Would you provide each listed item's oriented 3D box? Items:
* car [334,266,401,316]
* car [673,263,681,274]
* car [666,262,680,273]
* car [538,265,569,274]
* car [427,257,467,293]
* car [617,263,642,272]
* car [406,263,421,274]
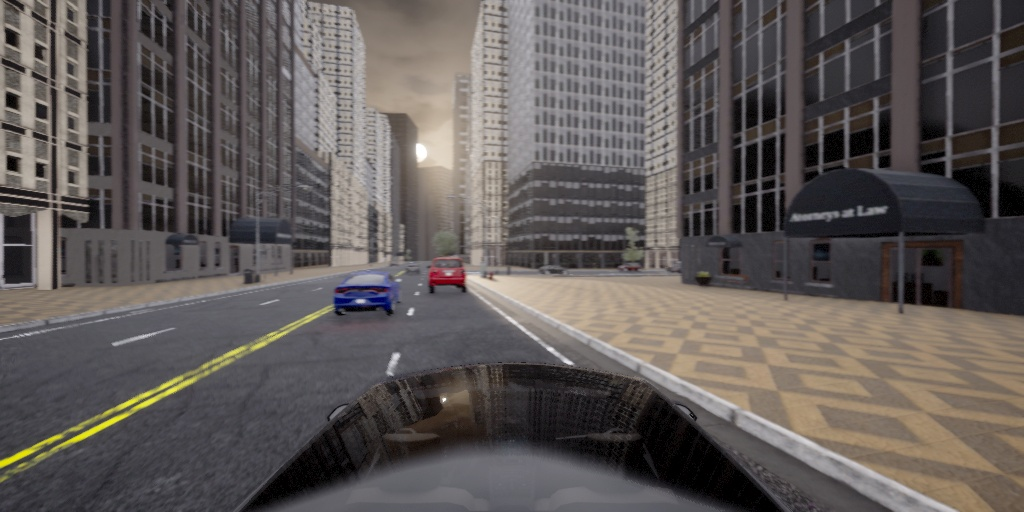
[{"bbox_3d":[-5.472,1.333,14.045,1.882,1.535,5.008,0,0,-13],"label":"car"},{"bbox_3d":[27.736,2.173,55.359,4.313,1.339,1.948,0,0,-14],"label":"car"},{"bbox_3d":[27.761,2.138,58.127,5.357,1.411,2.033,1,0,-14],"label":"car"},{"bbox_3d":[5.838,1.936,49.900,4.403,1.370,2.007,0,0,-14],"label":"car"},{"bbox_3d":[-4.109,1.135,22.573,2.150,2.045,5.566,0,-1,-13],"label":"car"},{"bbox_3d":[20.282,1.921,62.171,4.097,1.591,1.967,0,0,-14],"label":"car"},{"bbox_3d":[-13.602,1.678,49.407,2.128,1.511,4.902,0,0,-13],"label":"car"}]
